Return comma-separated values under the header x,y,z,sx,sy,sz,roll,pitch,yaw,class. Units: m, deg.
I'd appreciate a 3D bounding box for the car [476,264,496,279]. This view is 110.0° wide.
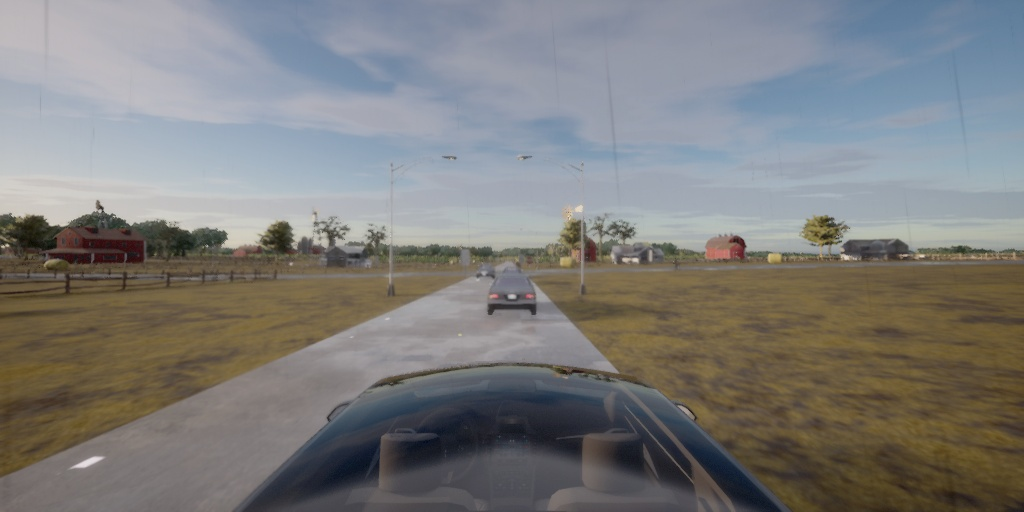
x,y,z,sx,sy,sz,roll,pitch,yaw,class
-2.773,1.621,38.499,2.128,1.511,4.902,0,-1,0,car

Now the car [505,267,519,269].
x,y,z,sx,sy,sz,roll,pitch,yaw,class
0.020,1.605,30.391,1.994,1.385,4.181,0,-1,1,car

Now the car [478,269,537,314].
x,y,z,sx,sy,sz,roll,pitch,yaw,class
0.009,1.422,14.374,2.033,1.411,5.357,0,-1,0,car

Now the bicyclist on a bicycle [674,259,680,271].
x,y,z,sx,sy,sz,roll,pitch,yaw,class
22.837,1.252,49.730,0.582,1.620,1.656,-1,-1,0,bicyclist on a bicycle
